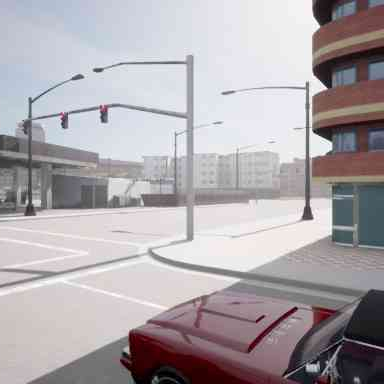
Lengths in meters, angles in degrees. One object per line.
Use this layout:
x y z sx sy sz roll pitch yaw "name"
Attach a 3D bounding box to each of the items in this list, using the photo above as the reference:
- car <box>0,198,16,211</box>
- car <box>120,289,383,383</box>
-22.264 1.456 38.800 3.806 1.475 1.970 0 0 36 "car"
1.589 1.601 2.840 4.718 1.301 1.895 0 0 36 "car"
